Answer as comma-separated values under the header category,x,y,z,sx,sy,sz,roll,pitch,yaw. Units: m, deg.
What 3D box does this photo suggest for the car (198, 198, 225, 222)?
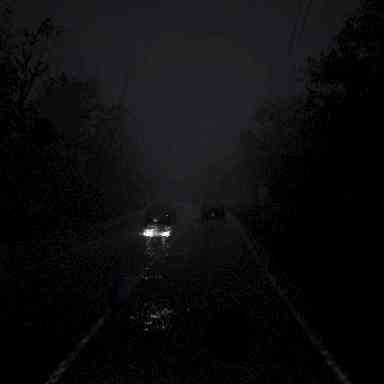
category,x,y,z,sx,sy,sz,roll,pitch,yaw
car,1.721,1.557,27.598,1.882,1.535,5.008,0,0,3

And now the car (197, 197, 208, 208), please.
category,x,y,z,sx,sy,sz,roll,pitch,yaw
car,1.852,1.498,44.004,2.097,1.767,4.553,0,0,-2

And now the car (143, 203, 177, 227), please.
category,x,y,z,sx,sy,sz,roll,pitch,yaw
car,-2.175,1.570,23.807,2.128,1.511,4.902,0,0,4
